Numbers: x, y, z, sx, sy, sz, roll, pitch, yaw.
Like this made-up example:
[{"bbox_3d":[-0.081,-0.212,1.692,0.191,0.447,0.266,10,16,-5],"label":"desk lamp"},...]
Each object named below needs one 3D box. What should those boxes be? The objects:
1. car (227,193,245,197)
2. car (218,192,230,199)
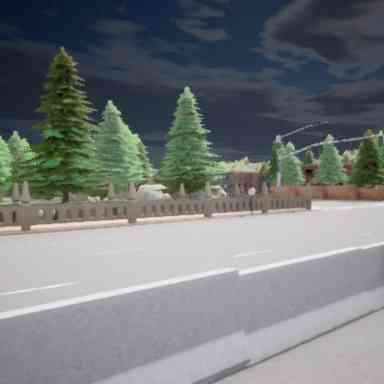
[{"bbox_3d":[7.656,0.912,57.058,2.128,1.511,4.902,-1,1,-35],"label":"car"},{"bbox_3d":[6.792,0.679,70.993,1.812,1.442,4.674,-1,1,-6],"label":"car"}]
